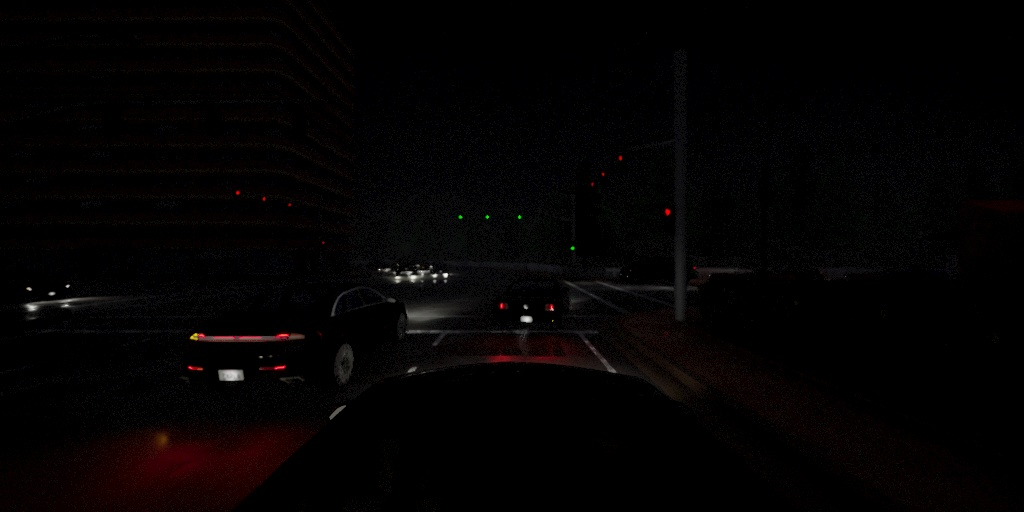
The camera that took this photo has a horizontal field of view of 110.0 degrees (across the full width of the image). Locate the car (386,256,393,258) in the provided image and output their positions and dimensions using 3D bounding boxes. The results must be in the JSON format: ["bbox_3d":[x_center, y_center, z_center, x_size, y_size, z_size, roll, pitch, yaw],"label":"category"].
[{"bbox_3d":[-19.427,1.036,60.353,5.566,2.045,2.150,0,0,44],"label":"car"}]

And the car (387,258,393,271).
[{"bbox_3d":[-15.456,1.328,49.576,1.812,1.442,4.674,0,0,-31],"label":"car"}]

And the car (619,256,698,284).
[{"bbox_3d":[11.034,1.055,27.206,5.566,2.045,2.150,0,0,1],"label":"car"}]

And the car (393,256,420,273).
[{"bbox_3d":[-11.873,1.014,40.608,2.150,2.045,5.566,0,0,-15],"label":"car"}]

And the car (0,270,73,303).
[{"bbox_3d":[-24.108,1.369,16.751,5.357,1.411,2.033,0,0,0],"label":"car"}]

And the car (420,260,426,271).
[{"bbox_3d":[-12.991,1.310,52.236,1.837,1.490,4.892,0,0,-32],"label":"car"}]

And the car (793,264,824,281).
[{"bbox_3d":[20.802,1.359,27.102,4.674,1.442,1.812,0,0,0],"label":"car"}]

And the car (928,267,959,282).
[{"bbox_3d":[22.556,1.347,16.400,4.674,1.442,1.812,0,0,0],"label":"car"}]

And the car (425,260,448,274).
[{"bbox_3d":[-8.955,1.343,43.557,2.033,1.411,5.357,0,0,-18],"label":"car"}]

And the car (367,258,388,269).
[{"bbox_3d":[-21.532,1.375,57.420,4.181,1.385,1.994,0,0,43],"label":"car"}]

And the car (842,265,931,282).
[{"bbox_3d":[24.765,1.430,23.584,4.718,1.301,1.895,0,0,0],"label":"car"}]

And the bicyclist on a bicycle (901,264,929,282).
[{"bbox_3d":[23.079,1.279,20.520,1.656,1.620,0.582,0,0,38],"label":"bicyclist on a bicycle"}]

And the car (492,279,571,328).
[{"bbox_3d":[0.837,1.378,11.489,1.895,1.301,4.718,0,-1,12],"label":"car"}]

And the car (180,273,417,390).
[{"bbox_3d":[-3.448,1.247,6.810,2.128,1.511,4.902,0,0,0],"label":"car"}]

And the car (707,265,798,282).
[{"bbox_3d":[15.598,1.430,23.653,4.718,1.301,1.895,0,0,0],"label":"car"}]
